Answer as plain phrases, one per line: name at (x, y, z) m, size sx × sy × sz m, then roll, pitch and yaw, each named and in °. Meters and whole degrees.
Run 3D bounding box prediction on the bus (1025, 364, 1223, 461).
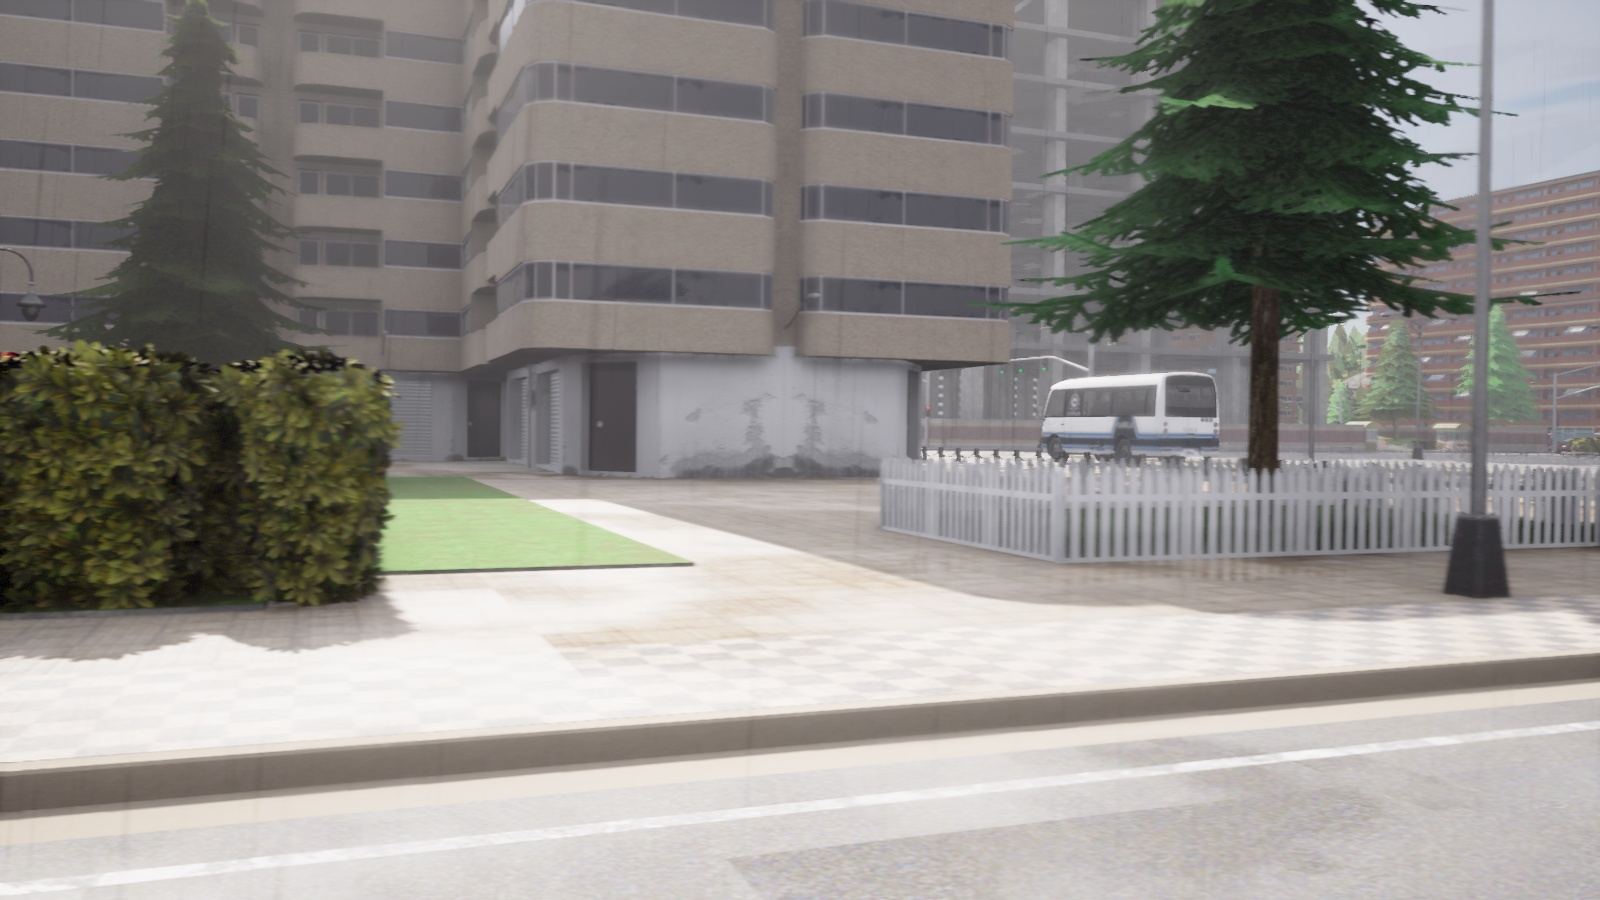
bus at (15.209, -1.722, 60.193) m, size 3.944 × 4.253 × 10.273 m, roll -1°, pitch 1°, yaw -21°
